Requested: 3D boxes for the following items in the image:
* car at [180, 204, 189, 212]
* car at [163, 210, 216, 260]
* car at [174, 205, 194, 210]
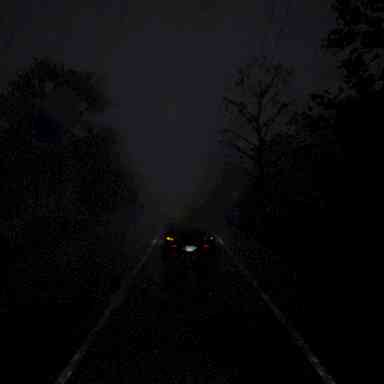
[{"bbox_3d":[-1.703,3.767,77.361,2.097,1.767,4.553,0,-3,-1],"label":"car"},{"bbox_3d":[-0.103,1.662,12.967,1.812,1.442,4.674,0,0,-1],"label":"car"},{"bbox_3d":[-0.762,1.894,27.642,1.837,1.490,4.892,0,-2,-8],"label":"car"}]
